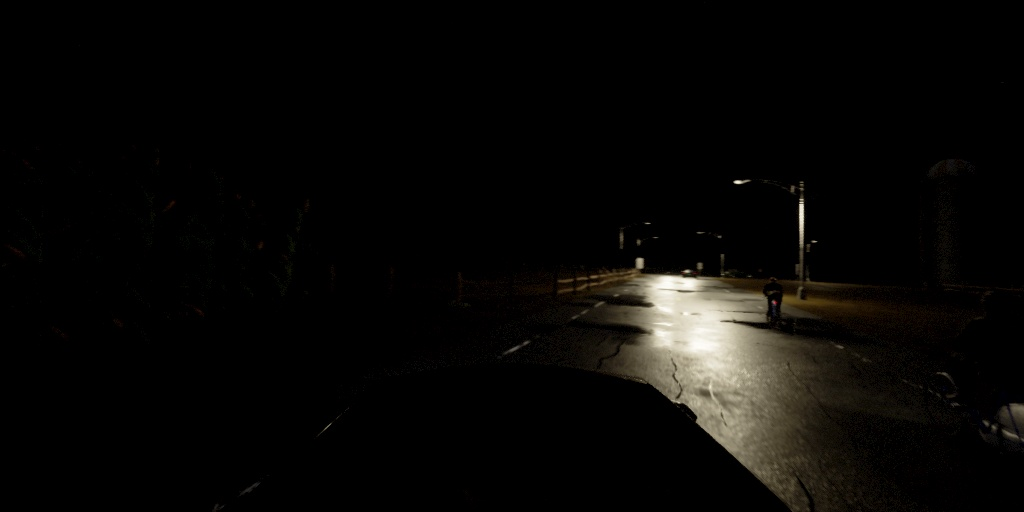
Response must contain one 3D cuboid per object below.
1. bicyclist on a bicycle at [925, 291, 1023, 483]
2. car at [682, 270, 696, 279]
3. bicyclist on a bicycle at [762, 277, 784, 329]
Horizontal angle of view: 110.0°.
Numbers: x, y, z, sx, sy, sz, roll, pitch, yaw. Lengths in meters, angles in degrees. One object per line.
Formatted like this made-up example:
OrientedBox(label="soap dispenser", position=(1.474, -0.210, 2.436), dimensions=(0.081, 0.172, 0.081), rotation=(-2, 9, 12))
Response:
OrientedBox(label="bicyclist on a bicycle", position=(4.952, 1.243, 3.788), dimensions=(0.659, 1.776, 1.843), rotation=(1, -1, 24))
OrientedBox(label="car", position=(27.684, 2.810, 56.065), dimensions=(1.994, 1.385, 4.181), rotation=(1, -1, 25))
OrientedBox(label="bicyclist on a bicycle", position=(8.558, 1.510, 11.752), dimensions=(0.582, 1.620, 1.656), rotation=(1, -1, 24))
